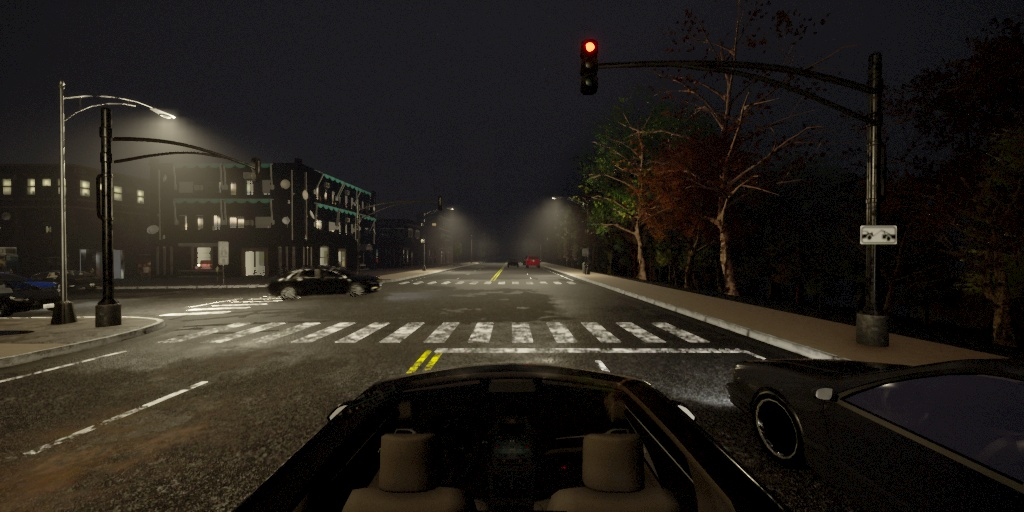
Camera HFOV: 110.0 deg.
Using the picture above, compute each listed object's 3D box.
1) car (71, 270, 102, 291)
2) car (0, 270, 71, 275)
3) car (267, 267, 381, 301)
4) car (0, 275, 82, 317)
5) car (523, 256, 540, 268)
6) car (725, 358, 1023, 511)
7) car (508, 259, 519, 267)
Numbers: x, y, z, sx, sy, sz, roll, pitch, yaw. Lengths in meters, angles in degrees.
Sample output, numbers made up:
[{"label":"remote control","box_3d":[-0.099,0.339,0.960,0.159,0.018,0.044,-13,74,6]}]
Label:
[{"label":"car","box_3d":[-28.249,1.560,22.280,4.403,1.370,2.007,0,0,0]},{"label":"car","box_3d":[-24.055,1.497,16.468,5.008,1.535,1.882,-1,1,1]},{"label":"car","box_3d":[-8.954,1.275,17.371,4.892,1.490,1.837,-2,1,-13]},{"label":"car","box_3d":[-19.930,1.565,13.755,4.313,1.339,1.948,0,0,0]},{"label":"car","box_3d":[3.444,0.950,60.087,2.150,2.045,5.566,0,0,0]},{"label":"car","box_3d":[3.326,1.297,1.762,2.033,1.411,5.357,0,0,3]},{"label":"car","box_3d":[0.195,1.205,63.368,1.882,1.535,5.008,0,0,0]}]
